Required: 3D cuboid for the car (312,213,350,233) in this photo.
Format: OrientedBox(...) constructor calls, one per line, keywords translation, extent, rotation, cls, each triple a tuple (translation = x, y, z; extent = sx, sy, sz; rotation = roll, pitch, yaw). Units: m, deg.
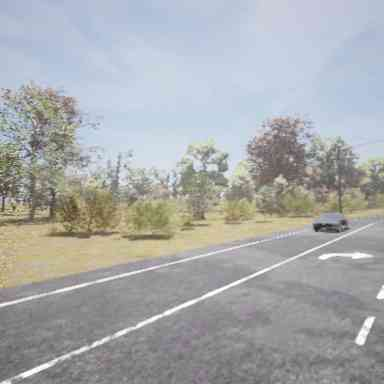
OrientedBox(translation=(11.105, 2.343, 26.331), extent=(2.033, 1.411, 5.357), rotation=(-2, -2, 35), cls="car")
